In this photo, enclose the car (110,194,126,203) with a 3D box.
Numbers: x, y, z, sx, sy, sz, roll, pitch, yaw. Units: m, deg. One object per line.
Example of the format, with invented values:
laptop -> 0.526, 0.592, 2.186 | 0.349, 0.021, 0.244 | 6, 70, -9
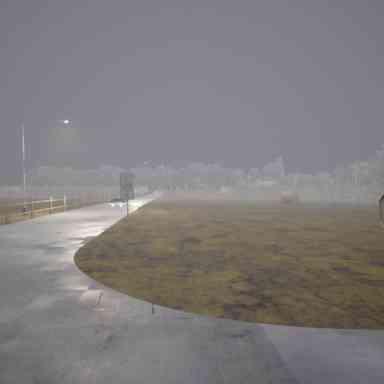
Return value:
car -> -11.416, 1.003, 51.839 | 1.994, 1.385, 4.181 | -1, 0, -4
